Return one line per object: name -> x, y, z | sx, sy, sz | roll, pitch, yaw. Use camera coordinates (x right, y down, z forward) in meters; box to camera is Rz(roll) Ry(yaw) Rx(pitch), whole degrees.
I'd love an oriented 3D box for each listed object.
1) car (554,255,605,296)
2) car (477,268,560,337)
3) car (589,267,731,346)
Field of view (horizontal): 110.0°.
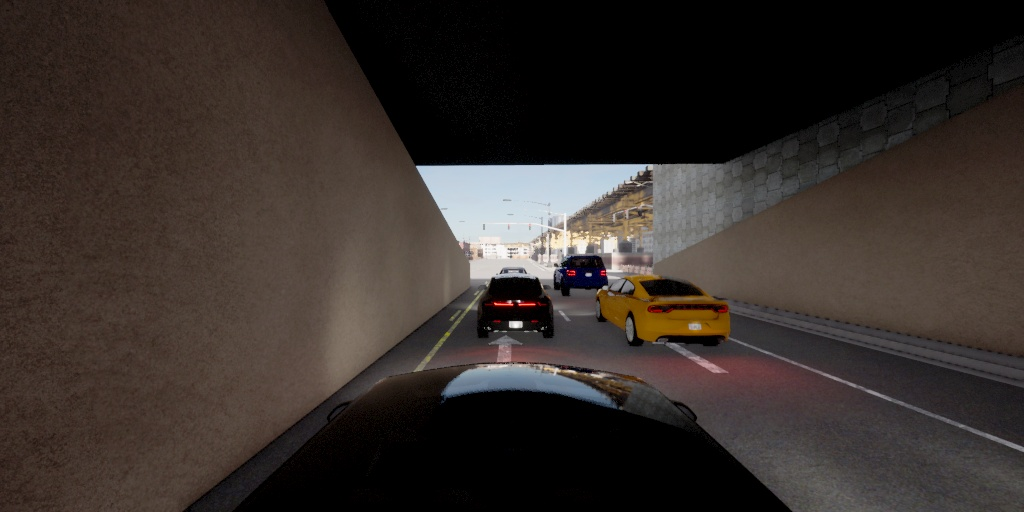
car -> 3.578, 0.971, 19.448 | 2.150, 2.045, 5.566 | 0, 0, 0
car -> 0.081, 1.255, 10.279 | 1.837, 1.490, 4.892 | 0, 0, 0
car -> 3.578, 1.228, 9.478 | 1.882, 1.535, 5.008 | 0, 0, 0
